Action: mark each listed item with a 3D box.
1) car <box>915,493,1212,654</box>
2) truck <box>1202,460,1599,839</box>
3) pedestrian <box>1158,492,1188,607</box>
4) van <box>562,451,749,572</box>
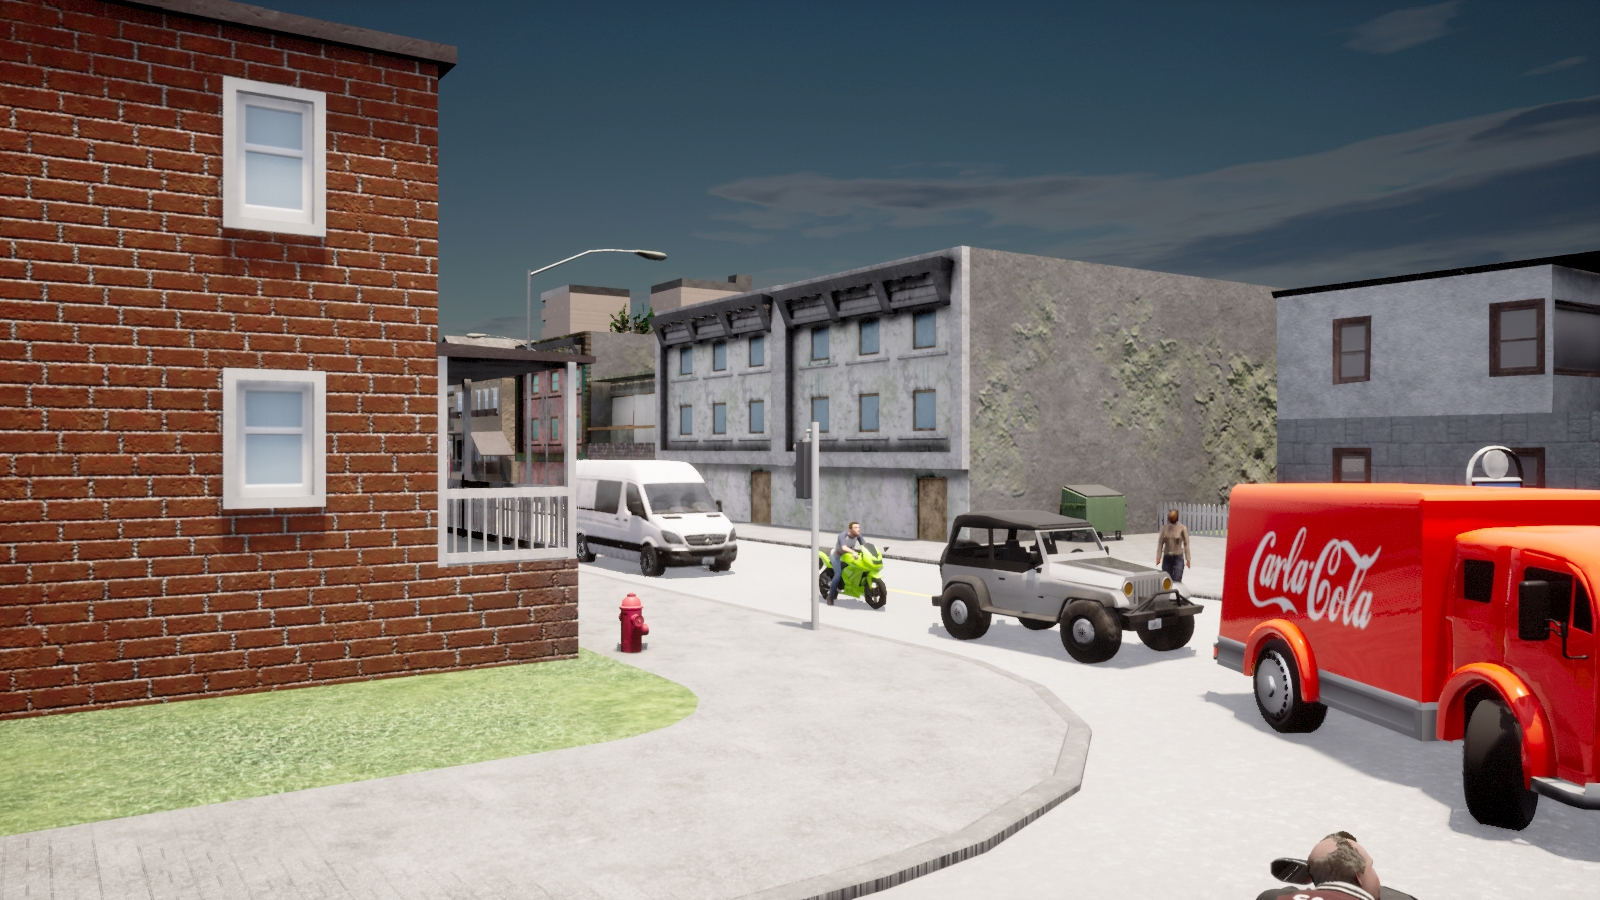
[{"bbox_3d":[3.680,1.637,16.521,1.905,1.878,3.866,0,0,-36],"label":"car"},{"bbox_3d":[6.067,1.348,10.304,2.627,2.467,5.204,0,0,-6],"label":"truck"},{"bbox_3d":[6.160,1.628,18.856,0.375,1.860,0.375,0,0,36],"label":"pedestrian"},{"bbox_3d":[-3.617,1.314,27.315,1.988,2.561,5.915,0,0,-34],"label":"van"}]
